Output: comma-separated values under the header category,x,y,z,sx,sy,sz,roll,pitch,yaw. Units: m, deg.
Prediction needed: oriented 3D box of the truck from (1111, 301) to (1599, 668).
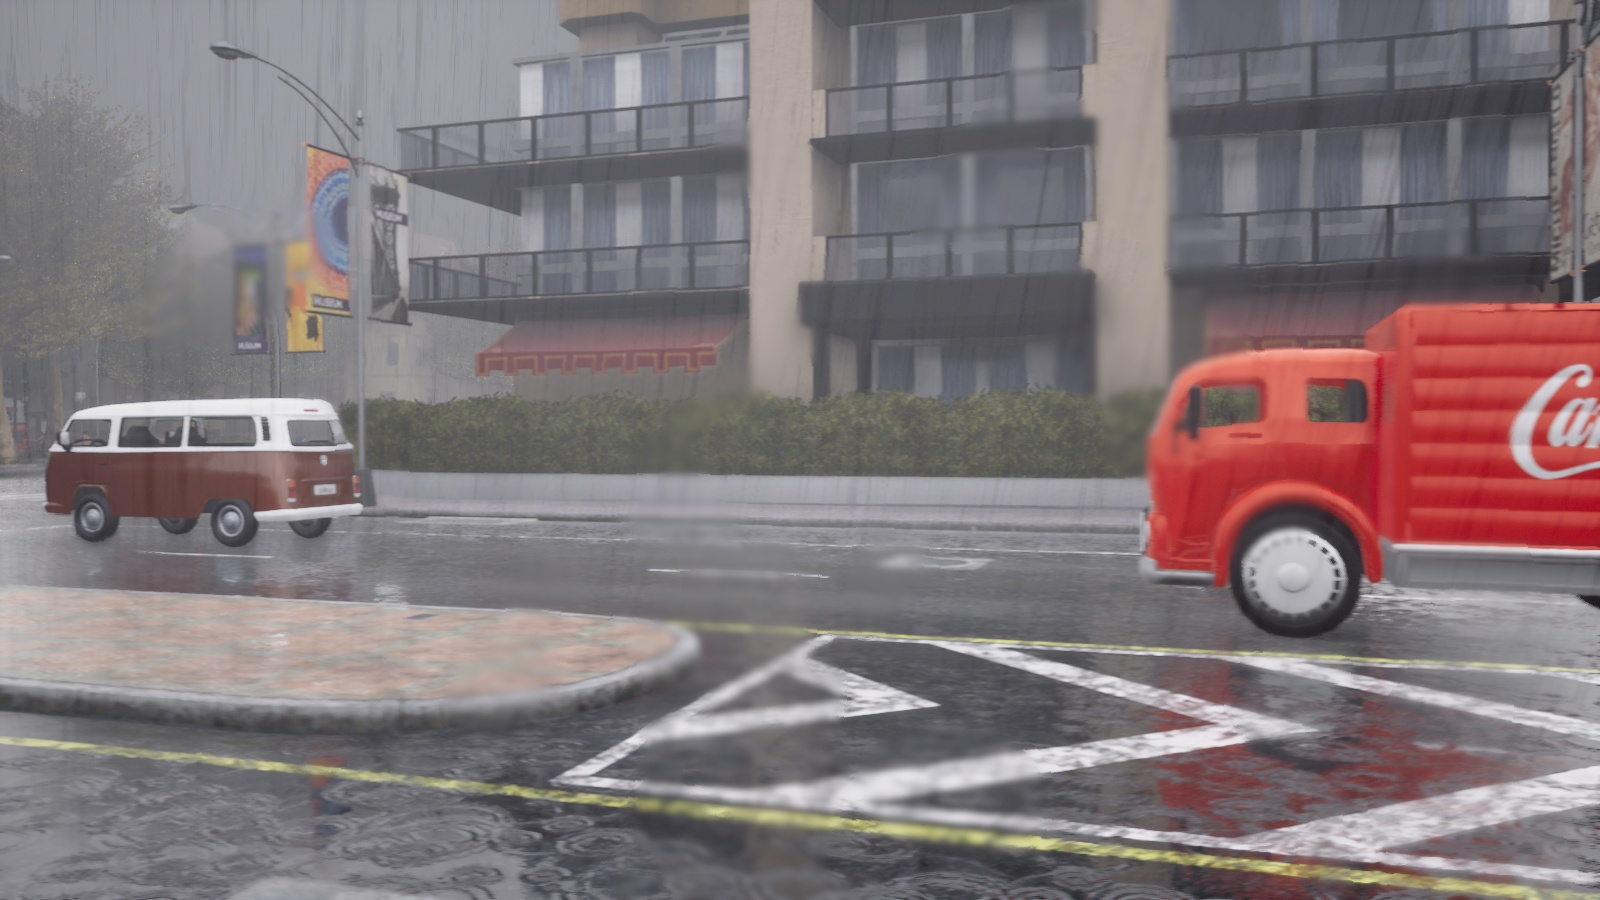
category,x,y,z,sx,sy,sz,roll,pitch,yaw
truck,5.240,0.205,9.862,5.204,2.467,2.627,1,1,19

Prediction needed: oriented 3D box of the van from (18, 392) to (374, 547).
category,x,y,z,sx,sy,sz,roll,pitch,yaw
van,-8.727,0.228,18.222,4.480,2.038,2.069,1,1,19

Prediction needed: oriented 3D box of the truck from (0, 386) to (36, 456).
category,x,y,z,sx,sy,sz,roll,pitch,yaw
truck,-48.102,-1.657,71.681,8.468,3.827,2.891,1,1,19
